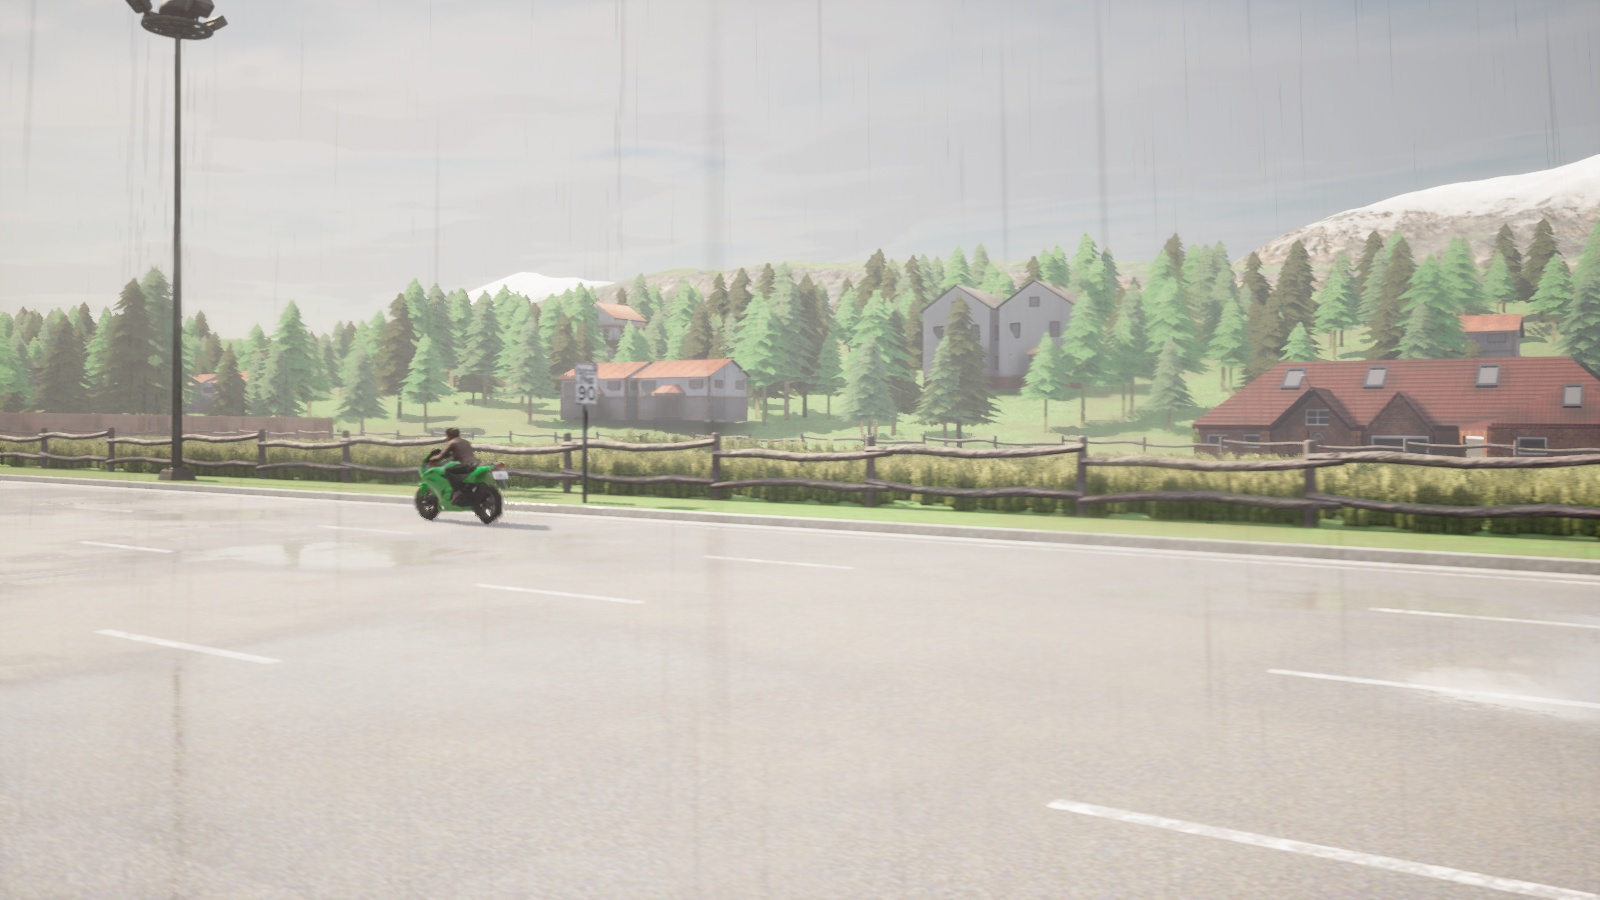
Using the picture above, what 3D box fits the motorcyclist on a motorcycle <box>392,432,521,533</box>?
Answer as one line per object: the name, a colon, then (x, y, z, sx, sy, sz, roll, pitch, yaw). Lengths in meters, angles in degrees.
motorcyclist on a motorcycle: (-5.445, 0.491, 19.845, 2.044, 1.523, 0.797, 0, 1, 34)
